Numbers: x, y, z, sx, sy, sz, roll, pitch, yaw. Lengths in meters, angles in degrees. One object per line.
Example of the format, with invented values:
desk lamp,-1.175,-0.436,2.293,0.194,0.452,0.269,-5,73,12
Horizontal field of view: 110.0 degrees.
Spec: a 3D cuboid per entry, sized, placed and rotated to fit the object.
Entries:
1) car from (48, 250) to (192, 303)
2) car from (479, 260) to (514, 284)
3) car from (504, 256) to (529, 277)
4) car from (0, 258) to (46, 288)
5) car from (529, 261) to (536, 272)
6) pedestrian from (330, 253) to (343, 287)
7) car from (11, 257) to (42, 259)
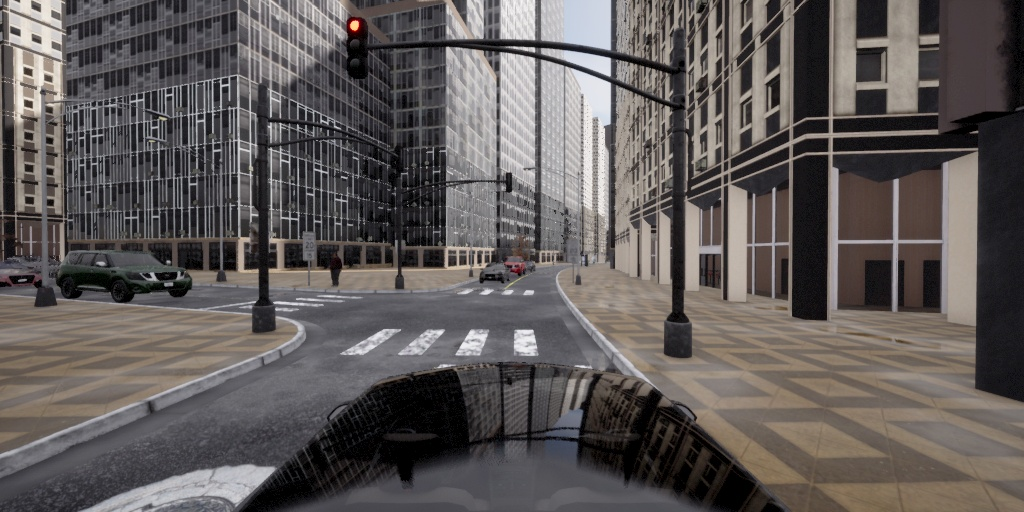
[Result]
car,-16.621,0.770,15.382,5.566,2.045,2.150,1,1,17
car,-1.255,1.288,27.814,1.837,1.490,4.892,0,0,7
car,0.111,1.042,37.851,2.150,2.045,5.566,0,0,9
car,-25.808,0.981,18.035,4.181,1.385,1.994,1,1,16
car,2.035,1.364,48.422,2.128,1.511,4.902,0,0,12
pedestrian,-9.585,0.716,19.448,0.375,1.860,0.375,0,0,16
car,-30.447,0.804,22.449,4.902,1.511,2.128,1,1,16
